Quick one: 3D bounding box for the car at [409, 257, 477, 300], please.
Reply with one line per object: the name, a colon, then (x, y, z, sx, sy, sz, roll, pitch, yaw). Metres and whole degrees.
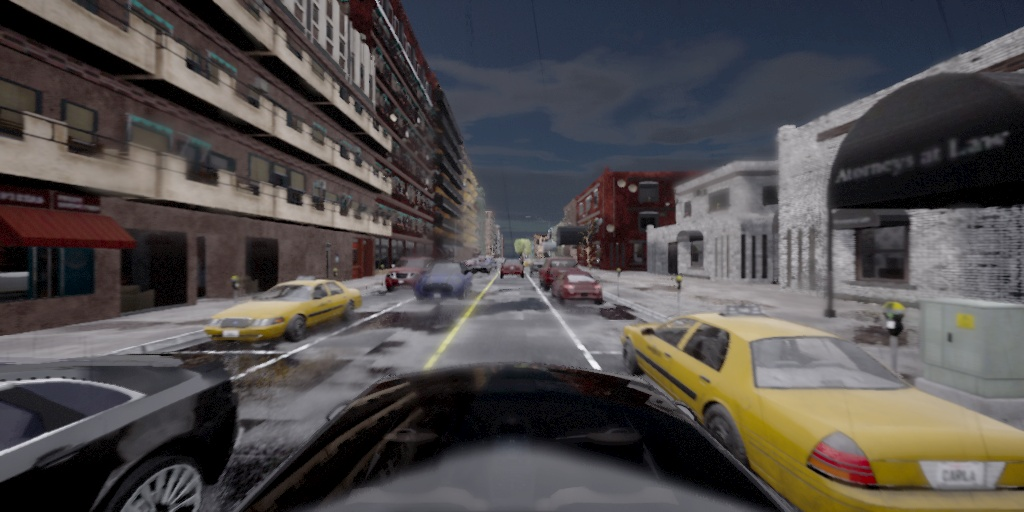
car: (-3.086, 1.041, 17.075, 2.097, 1.767, 4.553, 0, 0, 0)

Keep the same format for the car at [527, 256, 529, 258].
car: (2.711, 1.077, 59.854, 1.751, 1.417, 4.829, 0, 0, 0)

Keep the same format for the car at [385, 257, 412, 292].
car: (-5.683, 0.990, 20.913, 2.192, 1.841, 5.009, 0, 0, 0)

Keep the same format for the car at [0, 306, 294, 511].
car: (-3.099, 1.246, 0.840, 2.128, 1.511, 4.902, 0, 0, 0)

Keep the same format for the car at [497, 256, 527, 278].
car: (0.033, 0.986, 32.356, 2.097, 1.767, 4.553, 0, 0, 1)

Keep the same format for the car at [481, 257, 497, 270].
car: (-2.983, 1.175, 49.071, 1.994, 1.385, 4.181, 0, 0, 0)

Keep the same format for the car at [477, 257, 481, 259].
car: (-5.673, 1.129, 48.609, 1.888, 1.381, 4.507, 0, 0, 0)

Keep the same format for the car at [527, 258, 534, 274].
car: (2.704, 1.168, 37.527, 2.007, 1.370, 4.403, 0, 0, 0)

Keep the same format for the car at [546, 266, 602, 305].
car: (2.695, 1.277, 15.371, 1.802, 1.307, 4.207, 0, 0, 0)

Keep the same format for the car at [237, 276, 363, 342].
car: (-5.688, 1.243, 9.664, 1.751, 1.417, 4.829, 0, 0, 0)

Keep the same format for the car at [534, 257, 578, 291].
car: (2.698, 0.989, 20.910, 2.192, 1.841, 5.009, 0, 0, 0)

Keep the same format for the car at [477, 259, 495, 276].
car: (-2.988, 1.256, 35.241, 1.895, 1.301, 4.718, 0, 0, 0)

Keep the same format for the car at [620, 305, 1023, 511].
car: (2.692, 1.265, 4.463, 1.751, 1.417, 4.829, 0, 0, 0)
